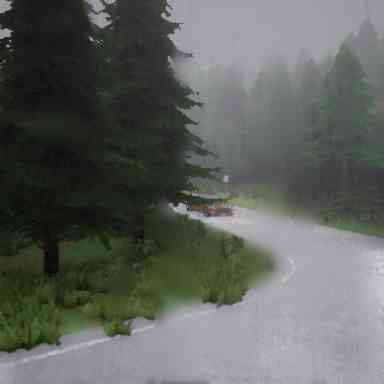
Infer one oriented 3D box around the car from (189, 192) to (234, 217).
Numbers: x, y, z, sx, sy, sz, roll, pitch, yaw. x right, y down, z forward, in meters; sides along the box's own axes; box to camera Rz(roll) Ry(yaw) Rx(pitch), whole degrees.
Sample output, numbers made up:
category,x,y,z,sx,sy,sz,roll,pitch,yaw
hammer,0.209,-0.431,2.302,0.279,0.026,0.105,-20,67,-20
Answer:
category,x,y,z,sx,sy,sz,roll,pitch,yaw
car,1.367,0.858,25.656,2.097,1.767,4.553,0,4,-24
